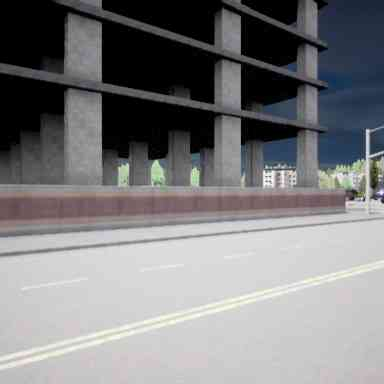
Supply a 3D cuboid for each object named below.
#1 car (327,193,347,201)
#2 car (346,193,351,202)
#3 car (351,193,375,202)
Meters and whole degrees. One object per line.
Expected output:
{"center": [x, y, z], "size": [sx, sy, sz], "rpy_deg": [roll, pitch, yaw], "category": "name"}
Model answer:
{"center": [32.203, 1.114, 73.651], "size": [4.605, 1.855, 1.932], "rpy_deg": [0, 0, -35], "category": "car"}
{"center": [33.795, 1.325, 71.490], "size": [3.905, 1.438, 1.784], "rpy_deg": [0, 0, -35], "category": "car"}
{"center": [35.467, 1.357, 69.127], "size": [3.806, 1.475, 1.970], "rpy_deg": [0, 0, -35], "category": "car"}
